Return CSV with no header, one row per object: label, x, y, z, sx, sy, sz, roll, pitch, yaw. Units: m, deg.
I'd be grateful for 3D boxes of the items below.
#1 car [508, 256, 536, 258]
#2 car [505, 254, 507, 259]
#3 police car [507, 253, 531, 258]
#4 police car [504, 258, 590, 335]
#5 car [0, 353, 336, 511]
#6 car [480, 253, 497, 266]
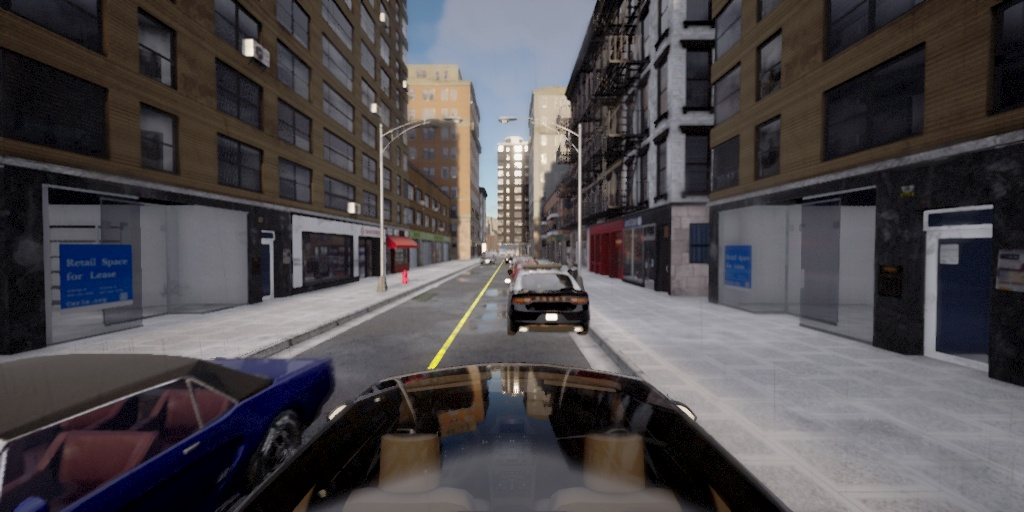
car,0.809,0.921,19.914,1.812,1.442,4.674,0,1,0
car,0.003,0.453,47.850,1.895,1.301,4.718,0,1,1
police car,0.804,0.701,26.020,1.930,1.638,5.238,0,1,0
police car,0.819,1.014,10.024,1.930,1.638,5.238,0,1,0
car,-2.849,1.351,1.671,1.895,1.301,4.718,0,1,0
car,-2.881,0.414,44.180,2.128,1.511,4.902,0,1,0
